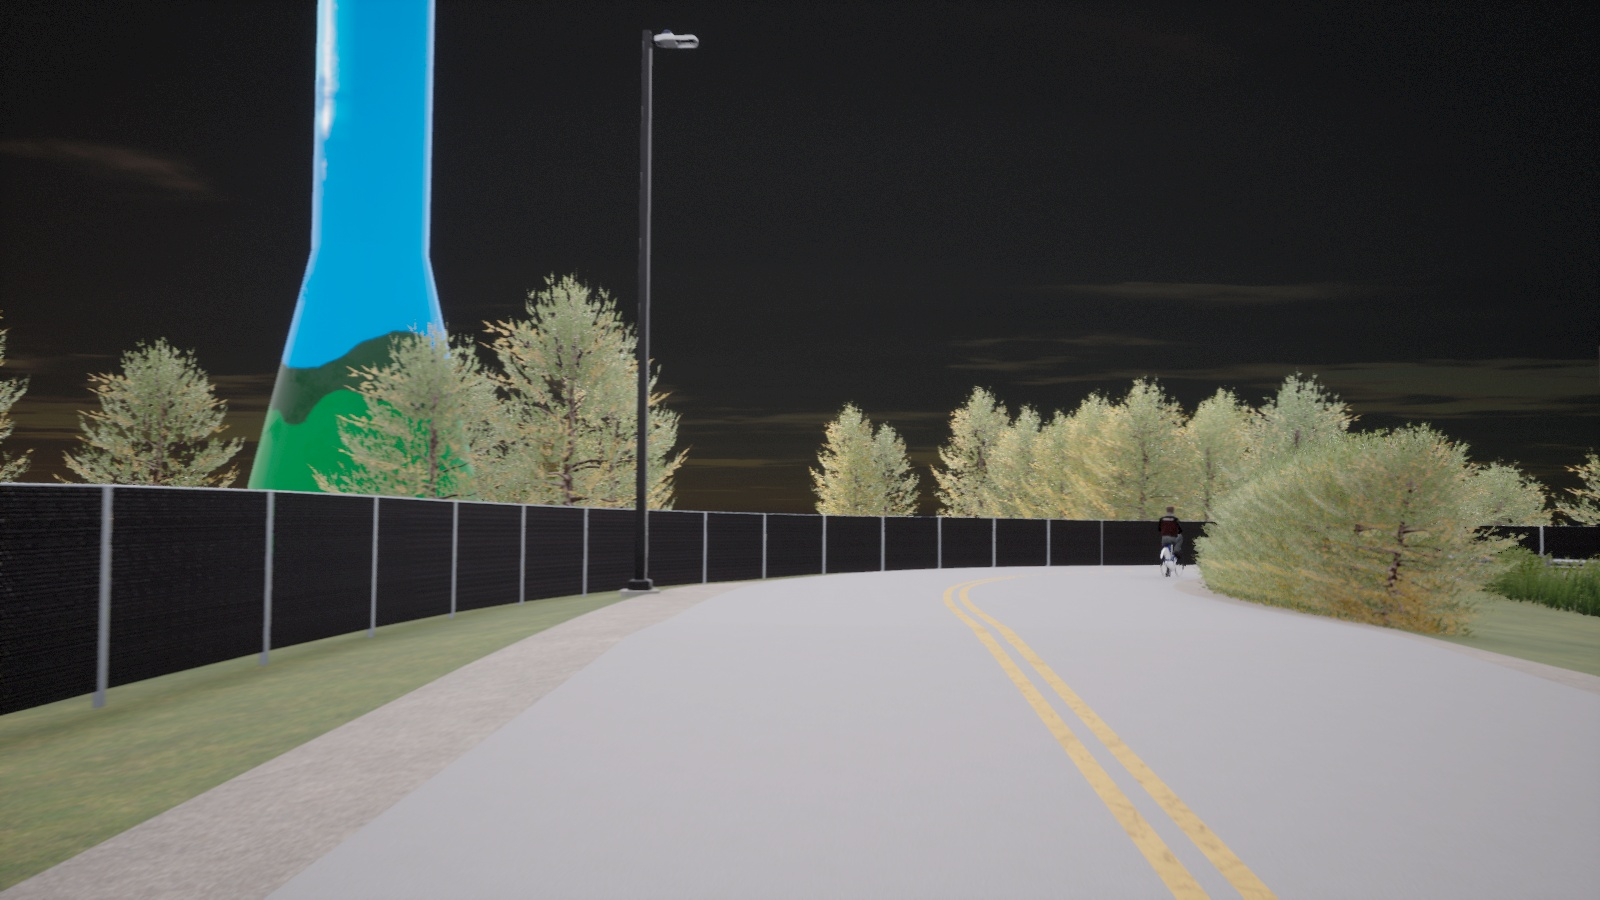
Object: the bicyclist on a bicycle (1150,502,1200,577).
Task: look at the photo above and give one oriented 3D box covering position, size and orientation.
[{"bbox_3d":[9.222,2.189,30.863,0.659,1.776,1.843,-2,-4,33],"label":"bicyclist on a bicycle"}]
